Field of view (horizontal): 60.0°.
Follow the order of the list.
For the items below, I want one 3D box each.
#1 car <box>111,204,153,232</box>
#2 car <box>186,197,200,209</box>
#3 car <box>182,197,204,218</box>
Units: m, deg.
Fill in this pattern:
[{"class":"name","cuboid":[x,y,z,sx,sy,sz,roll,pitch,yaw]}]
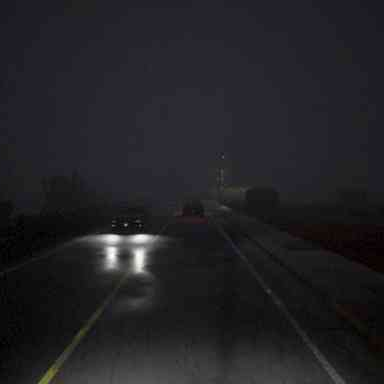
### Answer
[{"class":"car","cuboid":[-3.507,1.520,20.127,1.837,1.490,4.892,0,0,0]},{"class":"car","cuboid":[0.100,1.531,46.364,1.837,1.490,4.892,0,0,0]},{"class":"car","cuboid":[0.101,1.494,30.726,1.882,1.535,5.008,0,0,0]}]
